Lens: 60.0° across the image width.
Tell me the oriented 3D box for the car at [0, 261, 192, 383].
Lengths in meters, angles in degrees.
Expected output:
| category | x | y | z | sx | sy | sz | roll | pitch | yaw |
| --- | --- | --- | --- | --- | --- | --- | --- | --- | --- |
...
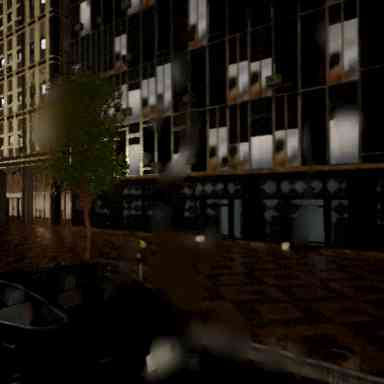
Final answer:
| category | x | y | z | sx | sy | sz | roll | pitch | yaw |
| --- | --- | --- | --- | --- | --- | --- | --- | --- | --- |
| car | -1.994 | 1.593 | 4.302 | 4.313 | 1.339 | 1.947 | 0 | 0 | 36 |
